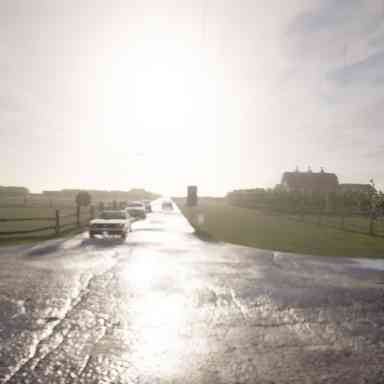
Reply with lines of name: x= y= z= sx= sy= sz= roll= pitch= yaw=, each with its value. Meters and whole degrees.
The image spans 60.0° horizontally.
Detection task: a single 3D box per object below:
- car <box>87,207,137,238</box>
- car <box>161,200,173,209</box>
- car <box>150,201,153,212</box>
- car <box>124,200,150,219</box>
car: x=-4.363 y=1.715 z=18.405 sx=1.895 sy=1.301 sz=4.718 roll=1 pitch=-1 yaw=-4
car: x=-4.059 y=2.013 z=54.196 sx=2.033 sy=1.411 sz=5.357 roll=1 pitch=-1 yaw=-4
car: x=-6.316 y=1.835 z=44.909 sx=2.128 sy=1.511 sz=4.902 roll=1 pitch=-1 yaw=-4
car: x=-5.373 y=1.738 z=32.038 sx=1.837 sy=1.490 sz=4.892 roll=1 pitch=-1 yaw=-4
